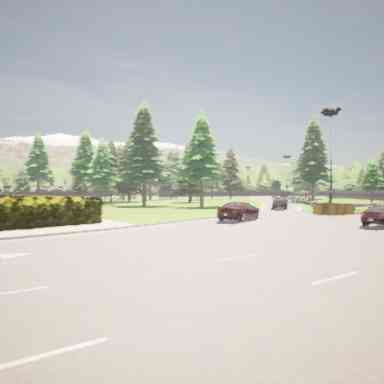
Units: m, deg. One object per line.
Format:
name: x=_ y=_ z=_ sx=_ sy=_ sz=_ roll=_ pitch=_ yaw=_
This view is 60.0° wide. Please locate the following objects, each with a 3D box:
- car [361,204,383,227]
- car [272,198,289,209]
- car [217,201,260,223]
car: x=12.642 y=1.515 z=21.376 sx=4.674 sy=1.442 sz=1.812 roll=0 pitch=0 yaw=-36
car: x=11.622 y=1.475 z=43.728 sx=2.128 sy=1.511 sz=4.902 roll=0 pitch=0 yaw=19
car: x=3.716 y=1.469 z=25.917 sx=1.882 sy=1.535 sz=5.008 roll=0 pitch=0 yaw=32
